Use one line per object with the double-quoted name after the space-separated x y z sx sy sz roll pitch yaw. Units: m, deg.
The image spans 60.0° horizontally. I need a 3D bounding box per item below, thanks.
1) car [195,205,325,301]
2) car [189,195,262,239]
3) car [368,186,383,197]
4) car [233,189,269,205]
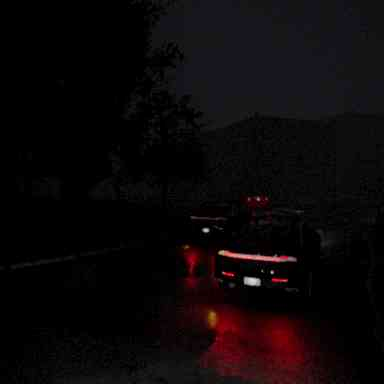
2.083 1.326 8.160 2.128 1.511 4.902 1 2 25 "car"
1.432 1.136 14.619 2.128 1.511 4.902 1 2 22 "car"
27.614 -0.154 47.429 2.185 1.767 4.553 -1 2 -23 "car"
4.765 0.572 28.916 2.097 1.767 4.553 -1 2 -17 "car"
